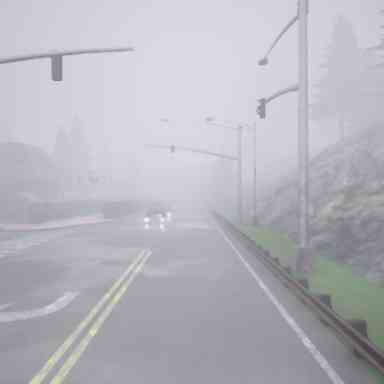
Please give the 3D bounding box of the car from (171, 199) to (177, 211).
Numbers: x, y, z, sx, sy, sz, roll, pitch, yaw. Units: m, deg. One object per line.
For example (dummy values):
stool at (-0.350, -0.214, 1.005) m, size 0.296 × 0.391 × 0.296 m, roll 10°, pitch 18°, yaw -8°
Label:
car at (-3.575, 1.810, 45.165) m, size 2.128 × 1.511 × 4.902 m, roll 0°, pitch 0°, yaw 0°

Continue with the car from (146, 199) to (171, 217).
car at (-3.581, 1.751, 34.581) m, size 1.837 × 1.490 × 4.892 m, roll 0°, pitch 0°, yaw 0°
